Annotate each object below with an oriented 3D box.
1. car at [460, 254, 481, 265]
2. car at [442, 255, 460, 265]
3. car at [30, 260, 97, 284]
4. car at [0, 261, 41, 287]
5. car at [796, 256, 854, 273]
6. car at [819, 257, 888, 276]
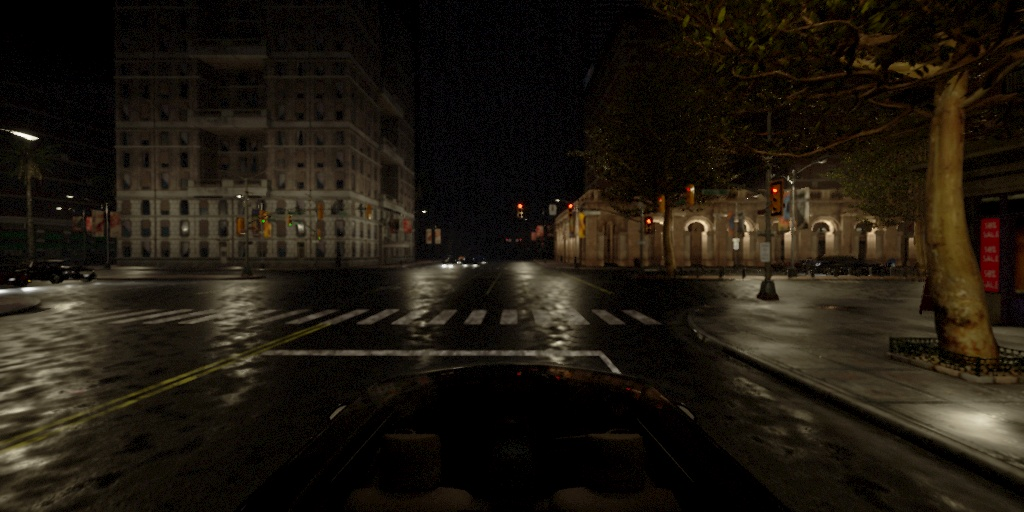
[{"bbox_3d":[-6.842,0.504,59.283,2.097,1.767,4.553,0,1,1],"label":"car"},{"bbox_3d":[-10.342,0.643,59.398,2.128,1.511,4.902,0,1,1],"label":"car"},{"bbox_3d":[-30.215,1.012,23.463,4.902,1.511,2.128,0,1,1],"label":"car"},{"bbox_3d":[-29.778,1.121,19.953,4.181,1.385,1.994,0,1,1],"label":"car"},{"bbox_3d":[30.760,0.766,34.576,4.553,1.767,2.097,0,1,1],"label":"car"},{"bbox_3d":[29.809,1.014,31.088,4.181,1.385,1.994,0,1,1],"label":"car"}]
